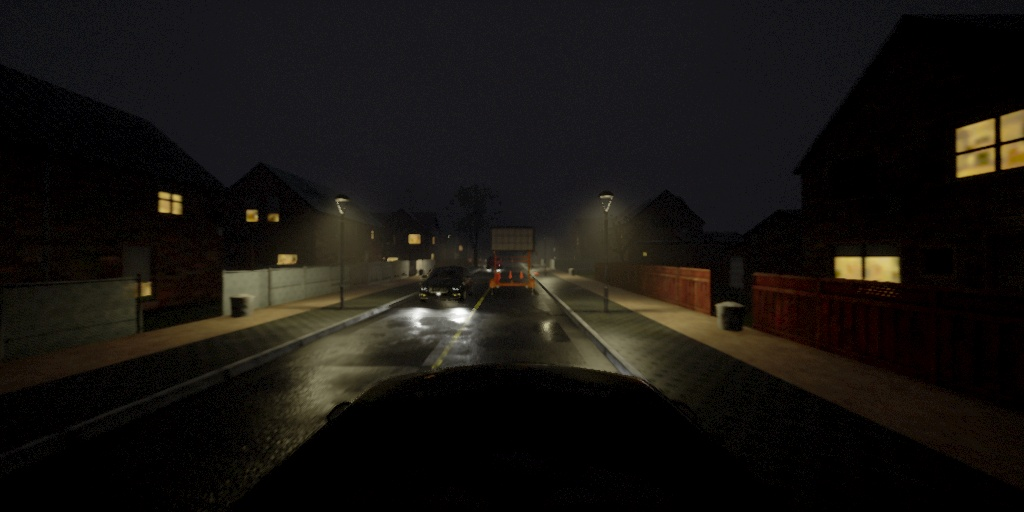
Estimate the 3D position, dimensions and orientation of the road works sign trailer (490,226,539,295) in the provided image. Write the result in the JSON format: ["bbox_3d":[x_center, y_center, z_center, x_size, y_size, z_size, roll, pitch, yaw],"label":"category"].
[{"bbox_3d":[0.014,0.168,19.272,2.380,3.560,2.880,0,0,0],"label":"road works sign trailer"}]

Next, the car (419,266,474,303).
[{"bbox_3d":[-2.837,1.215,16.295,1.837,1.490,4.892,0,0,0],"label":"car"}]

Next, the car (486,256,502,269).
[{"bbox_3d":[-2.765,0.975,56.138,2.150,2.045,5.566,0,0,1],"label":"car"}]
